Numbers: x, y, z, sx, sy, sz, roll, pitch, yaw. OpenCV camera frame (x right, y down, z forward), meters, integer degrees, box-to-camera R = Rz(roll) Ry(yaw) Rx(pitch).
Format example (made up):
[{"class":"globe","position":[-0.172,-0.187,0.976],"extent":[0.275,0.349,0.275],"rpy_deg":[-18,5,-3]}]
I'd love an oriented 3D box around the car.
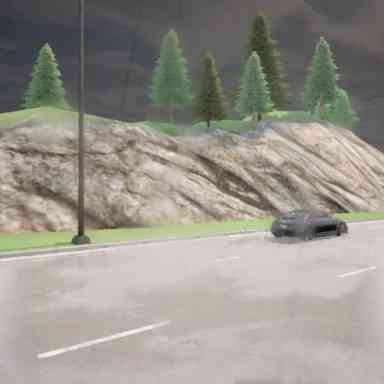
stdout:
[{"class":"car","position":[5.851,1.563,16.541],"extent":[4.181,1.385,1.994],"rpy_deg":[0,0,-36]}]
